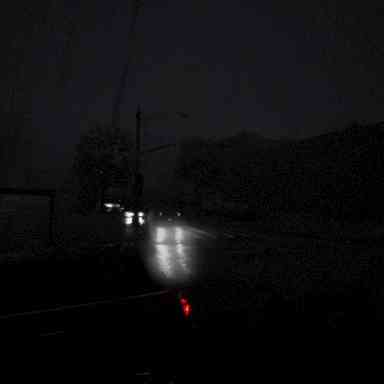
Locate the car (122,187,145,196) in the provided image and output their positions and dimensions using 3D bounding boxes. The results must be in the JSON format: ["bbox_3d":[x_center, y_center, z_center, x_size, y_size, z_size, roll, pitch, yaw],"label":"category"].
[{"bbox_3d":[-13.013,-0.069,73.798,4.553,1.767,2.185,4,-2,-44],"label":"car"}]

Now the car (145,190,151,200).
[{"bbox_3d":[-4.679,0.876,54.357,4.674,1.452,2.002,3,1,-43],"label":"car"}]

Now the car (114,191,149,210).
[{"bbox_3d":[-6.590,1.113,35.873,2.128,1.511,4.902,2,1,-23],"label":"car"}]

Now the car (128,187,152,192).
[{"bbox_3d":[-9.273,0.375,65.594,5.366,1.575,1.946,3,1,-43],"label":"car"}]

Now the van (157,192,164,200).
[{"bbox_3d":[-2.417,0.837,48.693,4.442,1.987,1.878,3,1,-43],"label":"van"}]

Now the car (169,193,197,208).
[{"bbox_3d":[-0.022,1.299,43.200,4.892,1.521,2.231,3,1,-43],"label":"car"}]

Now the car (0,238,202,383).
[{"bbox_3d":[-2.267,1.539,4.089,4.553,1.767,2.097,-1,-2,-21],"label":"car"}]

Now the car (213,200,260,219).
[{"bbox_3d":[4.648,1.800,32.063,4.674,1.452,2.002,3,1,-43],"label":"car"}]

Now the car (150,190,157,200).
[{"bbox_3d":[-3.378,0.955,51.694,5.366,1.575,1.946,3,1,-43],"label":"car"}]

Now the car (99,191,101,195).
[{"bbox_3d":[-22.339,0.481,83.334,1.895,1.301,4.718,1,-6,-9],"label":"car"}]

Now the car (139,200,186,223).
[{"bbox_3d":[-2.456,1.627,26.268,1.895,1.301,4.718,2,1,-23],"label":"car"}]

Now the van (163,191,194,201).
[{"bbox_3d":[-1.248,0.953,45.902,4.442,1.987,1.878,3,1,-43],"label":"van"}]

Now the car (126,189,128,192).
[{"bbox_3d":[-10.610,0.002,68.217,5.566,2.045,2.435,3,1,-44],"label":"car"}]

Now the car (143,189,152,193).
[{"bbox_3d":[-5.864,0.759,57.142,4.674,1.452,2.002,3,1,-43],"label":"car"}]

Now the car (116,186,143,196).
[{"bbox_3d":[-14.251,-0.194,76.478,5.566,2.045,2.435,5,-5,-43],"label":"car"}]

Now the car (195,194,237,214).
[{"bbox_3d":[3.512,1.394,34.862,5.566,2.045,2.435,3,1,-43],"label":"car"}]

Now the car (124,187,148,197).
[{"bbox_3d":[-11.843,0.009,71.010,4.553,1.767,2.185,3,0,-44],"label":"car"}]

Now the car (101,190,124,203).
[{"bbox_3d":[-10.897,0.678,45.889,1.882,1.535,5.008,2,1,-23],"label":"car"}]
